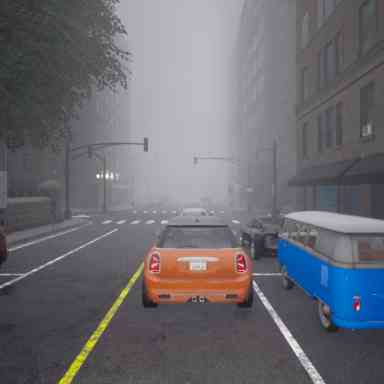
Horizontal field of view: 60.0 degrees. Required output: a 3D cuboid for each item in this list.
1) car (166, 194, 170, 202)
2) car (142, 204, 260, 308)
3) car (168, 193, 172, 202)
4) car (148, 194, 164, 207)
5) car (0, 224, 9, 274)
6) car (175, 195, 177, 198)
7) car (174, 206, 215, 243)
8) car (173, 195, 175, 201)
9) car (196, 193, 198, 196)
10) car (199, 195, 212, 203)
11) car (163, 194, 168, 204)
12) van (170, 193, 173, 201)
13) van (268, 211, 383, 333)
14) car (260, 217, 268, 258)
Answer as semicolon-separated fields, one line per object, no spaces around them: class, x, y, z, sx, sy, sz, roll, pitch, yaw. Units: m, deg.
car;-5.653;1.515;61.094;1.887;1.381;4.507;0;0;0
car;0.104;1.351;8.096;2.097;1.767;4.553;0;0;0
car;-5.652;1.515;66.545;1.887;1.381;4.507;0;0;0
car;-5.656;1.498;50.023;1.752;1.417;4.829;0;0;0
car;-5.667;1.314;6.504;2.192;1.841;5.009;0;0;0
car;-5.649;1.290;82.897;2.192;1.841;5.009;0;0;0
car;0.106;1.521;17.097;1.812;1.442;4.674;0;0;0
car;-5.649;1.523;77.446;2.008;1.369;4.403;0;0;0
car;2.880;1.507;93.991;1.752;1.417;4.829;0;0;0
car;2.872;1.410;66.579;1.967;1.590;4.097;0;0;0
car;-5.655;1.522;55.643;2.008;1.369;4.403;0;0;0
van;-5.651;1.312;71.996;1.690;1.788;3.998;0;0;0
van;2.858;1.340;6.542;1.690;1.788;3.998;0;0;0
car;2.860;1.563;12.202;1.947;1.339;4.313;0;0;0
